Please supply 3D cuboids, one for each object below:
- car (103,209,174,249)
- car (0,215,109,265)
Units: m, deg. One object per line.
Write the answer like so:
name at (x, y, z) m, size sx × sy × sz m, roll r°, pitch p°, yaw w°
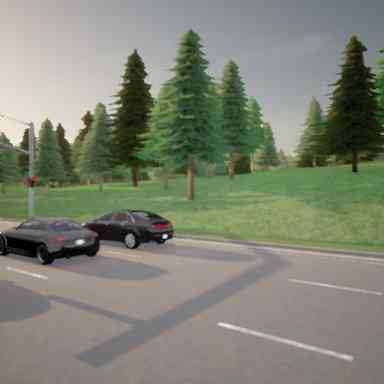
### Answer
car at (-3.037, 1.526, 14.641) m, size 4.892 × 1.490 × 1.837 m, roll 0°, pitch 0°, yaw 36°
car at (-5.216, 1.586, 11.894) m, size 4.181 × 1.385 × 1.994 m, roll 0°, pitch 0°, yaw 36°
